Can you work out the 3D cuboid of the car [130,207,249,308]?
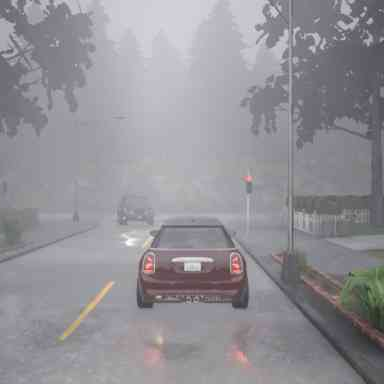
[{"bbox_3d":[0.022,1.351,8.057,2.097,1.767,4.553,0,0,0],"label":"car"}]

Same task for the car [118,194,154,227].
[{"bbox_3d":[-4.011,1.219,23.573,2.150,2.045,5.566,2,0,-15],"label":"car"}]
